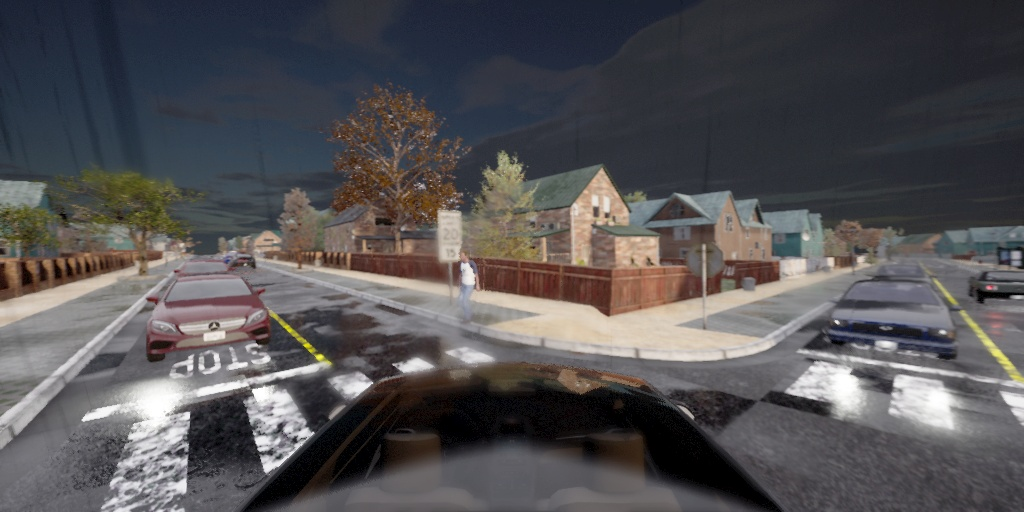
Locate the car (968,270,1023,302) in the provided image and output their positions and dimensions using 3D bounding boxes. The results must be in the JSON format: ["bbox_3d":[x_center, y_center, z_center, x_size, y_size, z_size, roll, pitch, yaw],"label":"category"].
[{"bbox_3d":[20.614,1.245,14.932,4.718,1.301,1.895,0,0,-42],"label":"car"}]

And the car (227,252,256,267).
[{"bbox_3d":[-26.590,0.514,35.404,1.837,1.490,4.892,-2,3,-41],"label":"car"}]

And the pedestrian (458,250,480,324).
[{"bbox_3d":[-1.075,0.678,8.691,0.375,1.860,0.375,-1,0,-41],"label":"pedestrian"}]

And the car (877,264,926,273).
[{"bbox_3d":[17.212,1.160,15.874,4.902,1.511,2.128,0,0,-42],"label":"car"}]

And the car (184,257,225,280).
[{"bbox_3d":[-21.666,0.820,25.249,1.994,1.385,4.181,-2,2,-41],"label":"car"}]

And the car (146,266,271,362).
[{"bbox_3d":[-6.882,1.145,8.206,1.812,1.442,4.674,-2,2,-41],"label":"car"}]

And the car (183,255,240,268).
[{"bbox_3d":[-13.730,0.925,16.094,1.882,1.535,5.008,-2,2,-41],"label":"car"}]

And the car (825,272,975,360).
[{"bbox_3d":[9.061,1.273,8.570,5.357,1.411,2.033,0,0,-42],"label":"car"}]
